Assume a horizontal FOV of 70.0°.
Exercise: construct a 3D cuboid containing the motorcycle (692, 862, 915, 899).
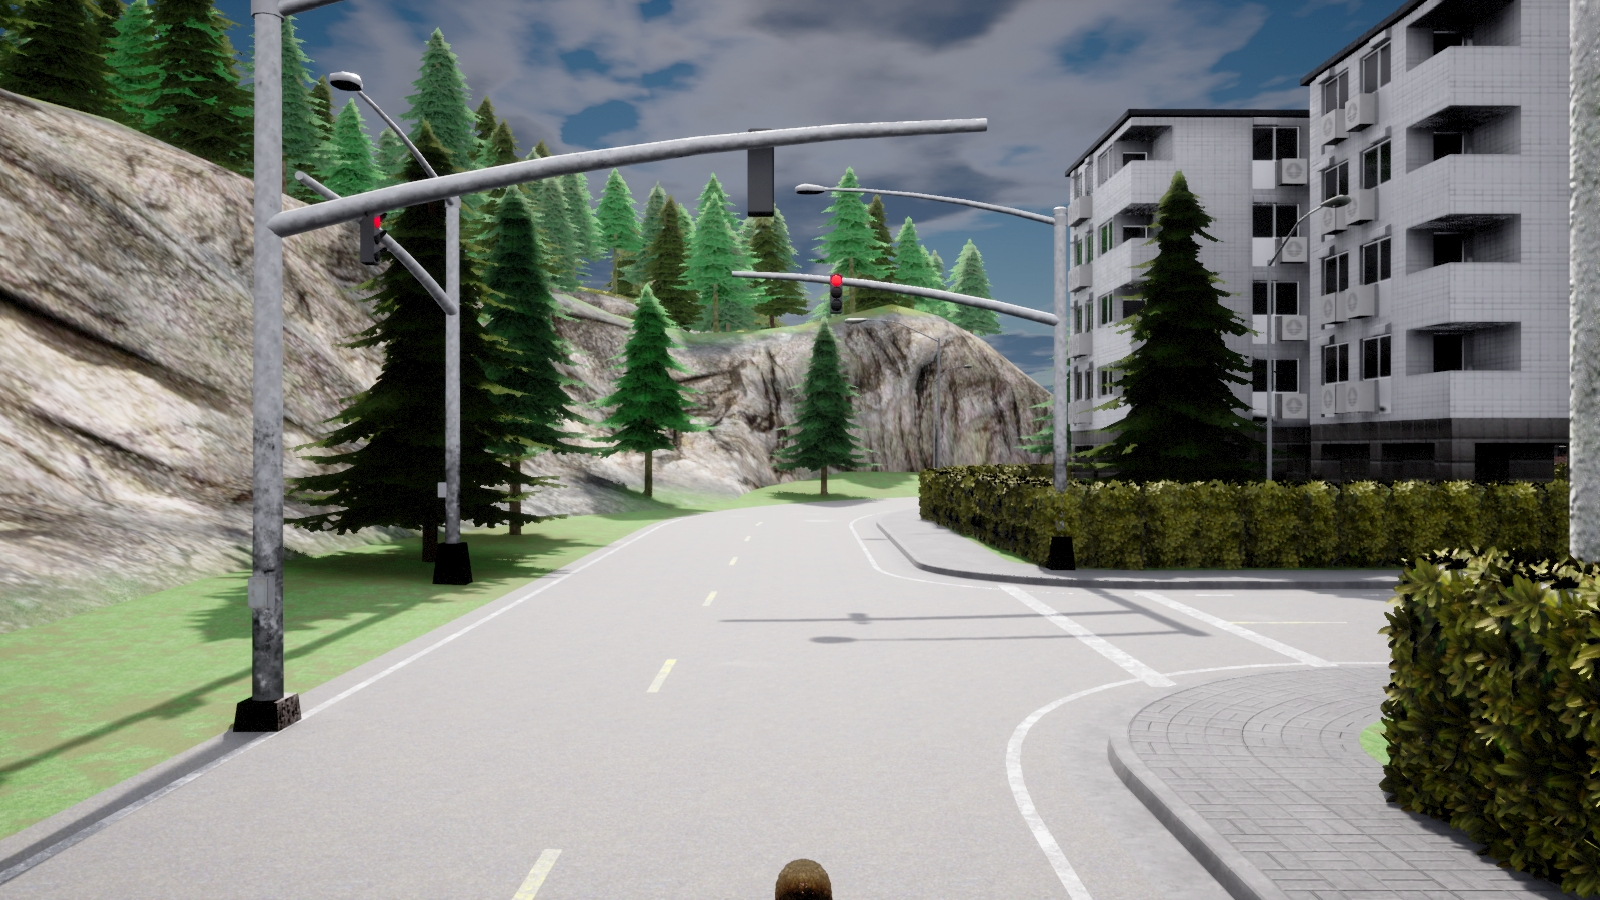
[{"bbox_3d":[0.010,2.193,3.477,0.803,1.145,2.033,0,0,0],"label":"motorcycle"}]
